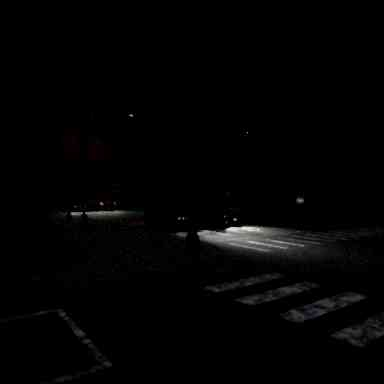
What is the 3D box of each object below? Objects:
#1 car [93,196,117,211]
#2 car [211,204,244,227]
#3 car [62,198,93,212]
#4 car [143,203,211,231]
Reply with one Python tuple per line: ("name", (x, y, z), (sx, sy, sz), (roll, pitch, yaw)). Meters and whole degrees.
("car", (-10.584, 1.296, 39.380), (2.097, 1.767, 4.553), (0, 0, -36))
("car", (1.549, 1.538, 22.457), (1.994, 1.385, 4.181), (0, 0, -36))
("car", (-13.206, 1.451, 37.459), (1.837, 1.490, 4.892), (0, 0, -36))
("car", (-1.324, 1.468, 20.886), (2.128, 1.511, 4.902), (0, 0, -36))
